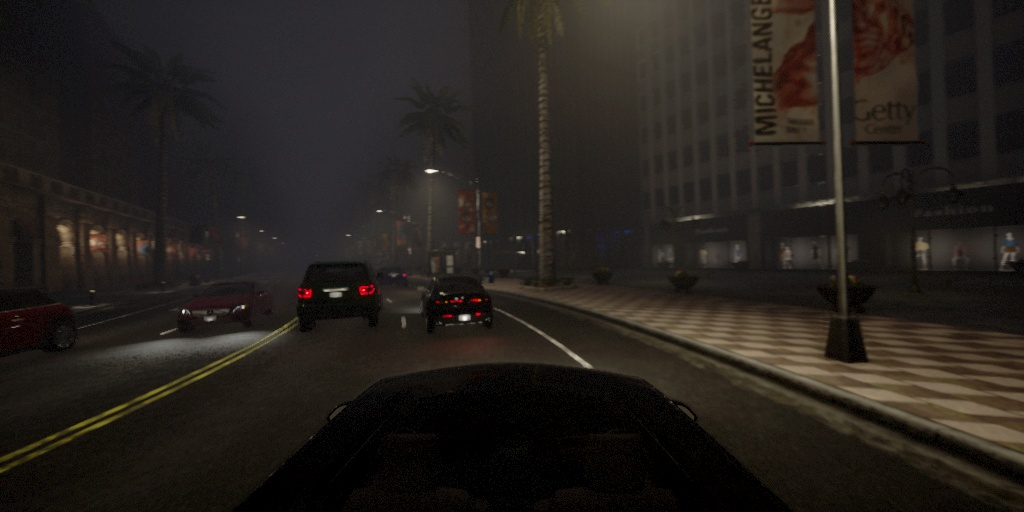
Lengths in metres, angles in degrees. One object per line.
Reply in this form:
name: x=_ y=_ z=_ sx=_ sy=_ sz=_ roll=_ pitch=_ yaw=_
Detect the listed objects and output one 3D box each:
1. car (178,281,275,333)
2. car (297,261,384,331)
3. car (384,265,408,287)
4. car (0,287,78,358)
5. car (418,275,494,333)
car: x=-9.856 y=1.628 z=12.756 sx=1.812 sy=1.442 sz=4.674 roll=-2 pitch=0 yaw=-23
car: x=-5.719 y=1.194 z=12.379 sx=2.150 sy=2.045 sz=5.566 roll=-1 pitch=0 yaw=-19
car: x=-9.599 y=1.513 z=27.917 sx=2.097 sy=1.767 sz=4.553 roll=-2 pitch=0 yaw=-28
car: x=-11.655 y=1.485 z=7.083 sx=2.097 sy=1.767 sz=4.553 roll=-2 pitch=0 yaw=-16
car: x=-1.878 y=1.355 z=11.464 sx=1.837 sy=1.490 sz=4.892 roll=-1 pitch=0 yaw=-16
